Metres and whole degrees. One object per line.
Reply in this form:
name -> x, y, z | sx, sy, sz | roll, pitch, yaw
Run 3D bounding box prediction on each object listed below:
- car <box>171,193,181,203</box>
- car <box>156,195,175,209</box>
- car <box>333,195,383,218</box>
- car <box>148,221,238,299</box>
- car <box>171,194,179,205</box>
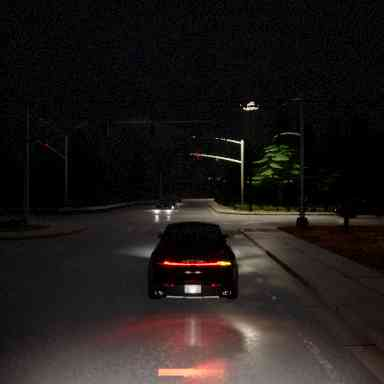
car -> -3.476, 1.222, 69.100 | 2.150, 2.045, 5.566 | 0, 0, 1
car -> -3.681, 1.505, 44.378 | 1.837, 1.490, 4.892 | 0, 0, 0
car -> 15.543, 1.248, 29.587 | 5.566, 2.045, 2.150 | 0, 0, 1
car -> 0.032, 1.501, 8.438 | 1.837, 1.490, 4.892 | 0, 0, 0
car -> -3.685, 1.547, 54.825 | 2.033, 1.411, 5.357 | 0, 0, 0
